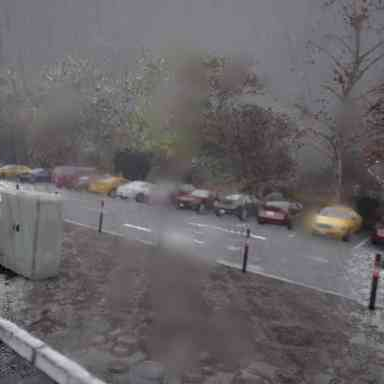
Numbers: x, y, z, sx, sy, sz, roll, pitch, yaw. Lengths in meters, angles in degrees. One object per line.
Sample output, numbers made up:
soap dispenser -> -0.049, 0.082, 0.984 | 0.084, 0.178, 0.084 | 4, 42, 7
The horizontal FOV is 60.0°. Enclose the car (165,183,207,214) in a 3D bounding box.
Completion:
car -> 0.844, 0.505, 22.130 | 2.097, 1.535, 5.008 | 8, 5, 35

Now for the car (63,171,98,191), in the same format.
car -> -8.160, -0.689, 28.517 | 2.002, 1.452, 4.674 | 8, 5, 35

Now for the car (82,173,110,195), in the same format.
car -> -5.908, -0.421, 26.914 | 2.097, 1.535, 5.008 | 8, 5, 35

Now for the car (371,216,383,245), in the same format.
car -> 9.848, 1.773, 15.761 | 2.163, 1.488, 4.792 | 8, 5, 35

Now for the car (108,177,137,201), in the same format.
car -> -3.661, -0.073, 25.321 | 2.002, 1.452, 4.674 | 8, 5, 35

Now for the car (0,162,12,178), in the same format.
car -> -19.504, -2.271, 36.354 | 1.946, 1.575, 5.366 | 8, 5, 35

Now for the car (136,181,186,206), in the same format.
car -> -1.378, 0.071, 23.741 | 2.185, 1.767, 4.553 | 8, 5, 35

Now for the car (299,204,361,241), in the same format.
car -> 7.476, 1.430, 17.182 | 1.946, 1.575, 5.366 | 8, 5, 35

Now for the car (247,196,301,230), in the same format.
car -> 5.350, 1.153, 18.956 | 2.163, 1.488, 4.792 | 8, 5, 35

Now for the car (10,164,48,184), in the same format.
car -> -14.919, -1.623, 33.288 | 2.163, 1.488, 4.792 | 8, 5, 35

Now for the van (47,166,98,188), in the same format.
van -> -10.315, -1.262, 30.195 | 1.878, 1.987, 4.442 | 8, 5, 35

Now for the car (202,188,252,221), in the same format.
car -> 3.085, 0.815, 20.523 | 2.231, 1.521, 4.892 | 8, 5, 35
